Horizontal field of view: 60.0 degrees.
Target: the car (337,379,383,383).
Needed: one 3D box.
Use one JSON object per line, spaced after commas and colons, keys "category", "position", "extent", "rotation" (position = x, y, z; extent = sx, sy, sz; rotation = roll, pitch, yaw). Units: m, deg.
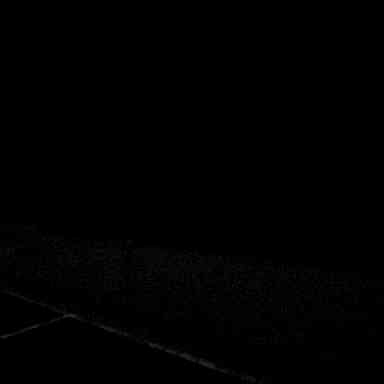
{"category": "car", "position": [2.400, 1.583, 1.145], "extent": [4.206, 1.307, 1.802], "rotation": [0, -1, 35]}
